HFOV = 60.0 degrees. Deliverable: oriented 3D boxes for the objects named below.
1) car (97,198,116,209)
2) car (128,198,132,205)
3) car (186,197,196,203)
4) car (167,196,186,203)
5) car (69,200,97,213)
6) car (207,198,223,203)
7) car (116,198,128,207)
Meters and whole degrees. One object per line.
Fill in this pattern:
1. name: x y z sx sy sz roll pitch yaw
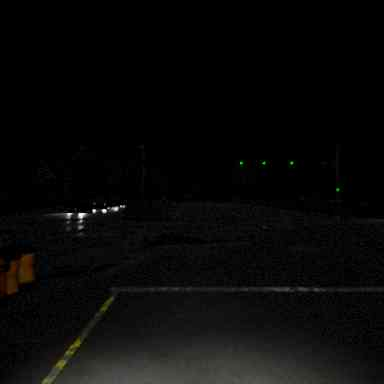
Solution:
1. car: -14.089 1.799 52.640 2.097 1.767 4.553 0 0 0
2. car: -14.222 2.133 72.336 2.128 1.511 4.902 0 0 -3
3. car: -1.344 2.315 95.327 1.812 1.442 4.674 0 -1 -22
4. car: -4.285 1.998 93.193 2.150 2.045 5.566 0 -1 -22
5. car: -14.101 1.869 42.607 1.837 1.490 4.892 0 0 0
6. car: 6.885 2.316 92.637 2.033 1.411 5.357 0 0 -18
7. car: -14.044 2.015 62.028 2.128 1.511 4.902 0 0 1
